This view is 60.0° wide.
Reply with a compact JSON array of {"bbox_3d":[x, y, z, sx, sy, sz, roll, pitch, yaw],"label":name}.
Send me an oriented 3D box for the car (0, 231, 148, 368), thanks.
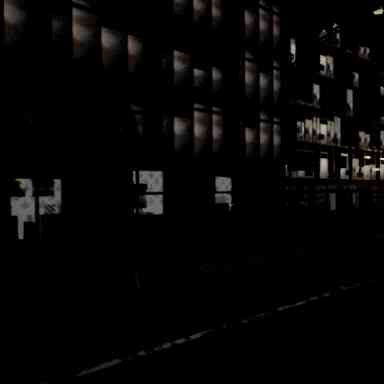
[{"bbox_3d":[-2.772,1.438,4.586,4.097,1.590,1.967,0,0,-35],"label":"car"}]
